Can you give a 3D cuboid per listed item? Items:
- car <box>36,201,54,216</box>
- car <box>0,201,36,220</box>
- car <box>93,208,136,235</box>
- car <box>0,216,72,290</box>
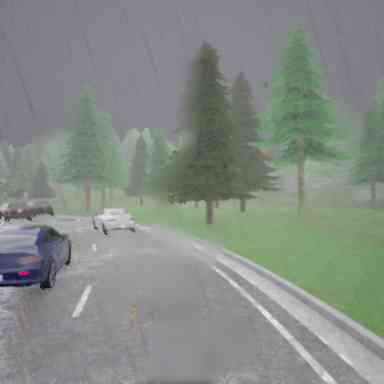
[{"bbox_3d":[-16.581,1.713,35.295,4.553,1.767,2.097,-1,0,42],"label":"car"},{"bbox_3d":[-16.070,1.684,29.718,2.097,1.767,4.553,-1,0,-43],"label":"car"},{"bbox_3d":[-4.761,1.671,20.206,1.812,1.442,4.674,-1,0,-26],"label":"car"},{"bbox_3d":[-4.497,1.622,9.092,1.812,1.442,4.674,0,0,-12],"label":"car"}]
